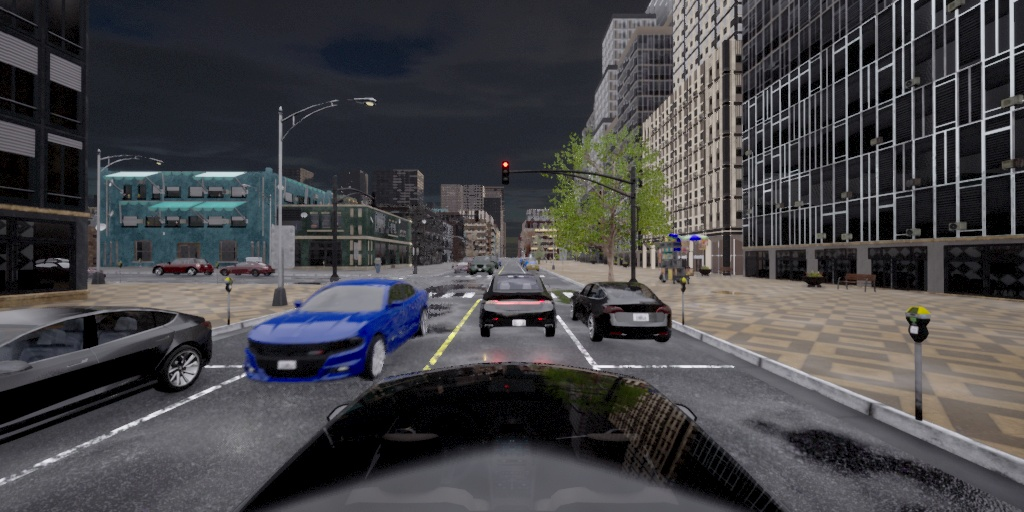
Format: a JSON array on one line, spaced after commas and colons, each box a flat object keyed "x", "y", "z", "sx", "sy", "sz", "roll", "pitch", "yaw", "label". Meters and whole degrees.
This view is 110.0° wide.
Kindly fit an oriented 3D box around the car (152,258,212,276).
[{"x": -28.355, "y": 0.879, "z": 30.898, "sx": 4.097, "sy": 1.591, "sz": 1.967, "roll": 0, "pitch": 0, "yaw": -1, "label": "car"}]

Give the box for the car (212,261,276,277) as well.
[{"x": -22.807, "y": 1.090, "z": 30.973, "sx": 4.207, "sy": 1.307, "sz": 1.802, "roll": 0, "pitch": 0, "yaw": -1, "label": "car"}]

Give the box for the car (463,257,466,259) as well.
[{"x": -5.668, "y": 1.068, "z": 47.603, "sx": 2.192, "sy": 1.841, "sz": 5.009, "roll": 0, "pitch": 0, "yaw": 0, "label": "car"}]

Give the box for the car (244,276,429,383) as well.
[{"x": -3.098, "y": 1.228, "z": 7.438, "sx": 1.882, "sy": 1.535, "sz": 5.008, "roll": 0, "pitch": 0, "yaw": 0, "label": "car"}]

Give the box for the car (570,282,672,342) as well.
[{"x": 2.694, "y": 1.316, "z": 9.572, "sx": 1.948, "sy": 1.339, "sz": 4.313, "roll": 0, "pitch": 0, "yaw": 0, "label": "car"}]

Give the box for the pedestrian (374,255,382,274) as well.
[{"x": -12.734, "y": 0.789, "z": 34.060, "sx": 0.375, "sy": 1.860, "sz": 0.375, "roll": 0, "pitch": -1, "yaw": -1, "label": "pedestrian"}]

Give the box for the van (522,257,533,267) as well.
[{"x": 2.715, "y": 1.094, "z": 53.153, "sx": 1.690, "sy": 1.789, "sz": 3.998, "roll": 0, "pitch": 0, "yaw": 0, "label": "van"}]

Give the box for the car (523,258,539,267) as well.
[{"x": 2.712, "y": 1.278, "z": 47.771, "sx": 1.751, "sy": 1.417, "sz": 4.829, "roll": 0, "pitch": 0, "yaw": 0, "label": "car"}]

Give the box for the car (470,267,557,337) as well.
[{"x": 0.115, "y": 1.242, "z": 10.243, "sx": 2.128, "sy": 1.511, "sz": 4.902, "roll": 0, "pitch": 0, "yaw": -1, "label": "car"}]

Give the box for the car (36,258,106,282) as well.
[{"x": -28.241, "y": 0.980, "z": 22.519, "sx": 4.207, "sy": 1.307, "sz": 1.802, "roll": 0, "pitch": 0, "yaw": -1, "label": "car"}]

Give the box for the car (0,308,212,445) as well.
[{"x": -5.689, "y": 1.316, "z": 4.036, "sx": 1.948, "sy": 1.339, "sz": 4.313, "roll": 0, "pitch": 0, "yaw": 0, "label": "car"}]

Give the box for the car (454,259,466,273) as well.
[{"x": -5.671, "y": 1.334, "z": 42.052, "sx": 1.802, "sy": 1.307, "sz": 4.207, "roll": 0, "pitch": 0, "yaw": 0, "label": "car"}]

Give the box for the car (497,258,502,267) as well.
[{"x": -3.071, "y": 0.973, "z": 52.338, "sx": 2.150, "sy": 2.045, "sz": 5.566, "roll": 0, "pitch": 0, "yaw": 0, "label": "car"}]

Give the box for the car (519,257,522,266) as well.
[{"x": 2.720, "y": 1.305, "z": 64.255, "sx": 2.007, "sy": 1.370, "sz": 4.403, "roll": 0, "pitch": 0, "yaw": 0, "label": "car"}]

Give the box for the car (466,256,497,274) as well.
[{"x": -3.073, "y": 0.973, "z": 37.174, "sx": 2.150, "sy": 2.045, "sz": 5.566, "roll": 0, "pitch": 0, "yaw": 0, "label": "car"}]
